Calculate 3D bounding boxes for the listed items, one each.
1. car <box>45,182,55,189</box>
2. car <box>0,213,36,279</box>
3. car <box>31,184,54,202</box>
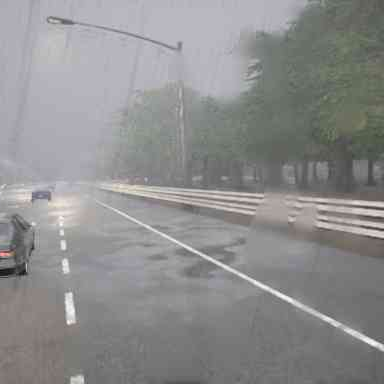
[{"bbox_3d":[-28.165,-0.734,64.942,1.837,1.490,4.892,-4,3,-22],"label":"car"},{"bbox_3d":[-5.290,1.284,8.795,2.033,1.411,5.357,-4,3,-22],"label":"car"},{"bbox_3d":[-17.173,0.191,37.963,1.882,1.535,5.008,-4,3,-22],"label":"car"}]
